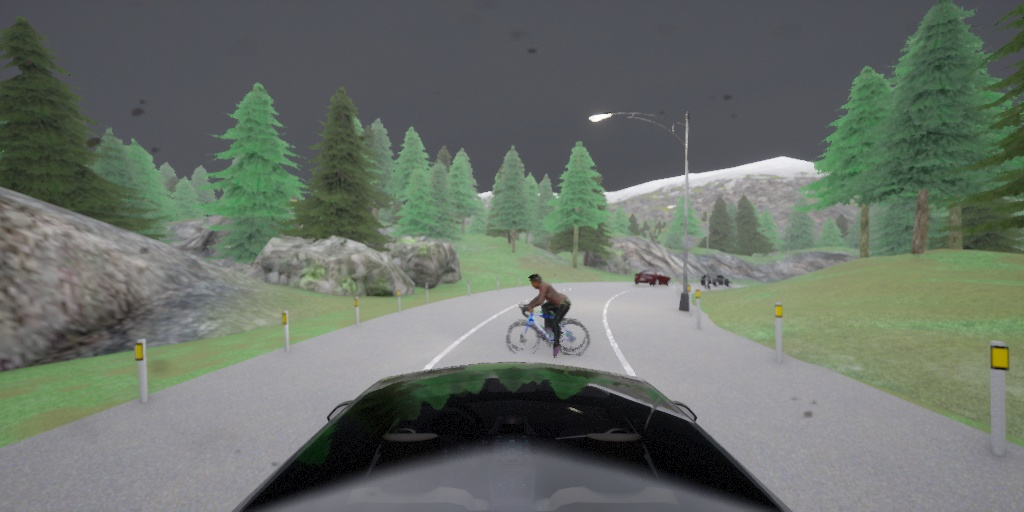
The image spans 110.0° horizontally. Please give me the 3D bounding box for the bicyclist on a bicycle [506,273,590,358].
[{"bbox_3d":[0.679,1.203,7.132,1.656,1.620,0.582,-3,-5,8],"label":"bicyclist on a bicycle"}]

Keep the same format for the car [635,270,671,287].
[{"bbox_3d":[13.496,2.093,34.252,1.882,1.535,5.008,1,-2,43],"label":"car"}]

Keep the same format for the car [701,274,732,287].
[{"bbox_3d":[24.953,2.989,43.862,4.892,1.490,1.837,5,-1,-33],"label":"car"}]

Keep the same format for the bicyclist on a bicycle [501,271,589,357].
[{"bbox_3d":[0.687,1.175,7.399,1.656,1.620,0.582,-3,2,9],"label":"bicyclist on a bicycle"}]
